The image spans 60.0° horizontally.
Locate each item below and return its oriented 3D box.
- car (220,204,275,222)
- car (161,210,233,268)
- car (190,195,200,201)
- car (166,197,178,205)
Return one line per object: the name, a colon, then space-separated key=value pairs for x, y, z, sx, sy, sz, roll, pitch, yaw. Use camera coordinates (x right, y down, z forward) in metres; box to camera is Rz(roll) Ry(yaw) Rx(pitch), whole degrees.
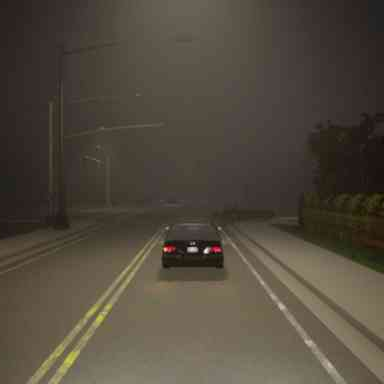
car: x=4.037 y=1.605 z=25.789 sx=4.718 sy=1.301 sz=1.895 roll=0 pitch=0 yaw=-20
car: x=0.042 y=1.549 z=11.178 sx=2.033 sy=1.411 sz=5.357 roll=0 pitch=0 yaw=1
car: x=0.734 y=1.537 z=85.341 sx=2.033 sy=1.411 sz=5.357 roll=0 pitch=0 yaw=12
car: x=-3.548 y=1.571 z=60.668 sx=1.994 sy=1.385 sz=4.181 roll=0 pitch=0 yaw=1
